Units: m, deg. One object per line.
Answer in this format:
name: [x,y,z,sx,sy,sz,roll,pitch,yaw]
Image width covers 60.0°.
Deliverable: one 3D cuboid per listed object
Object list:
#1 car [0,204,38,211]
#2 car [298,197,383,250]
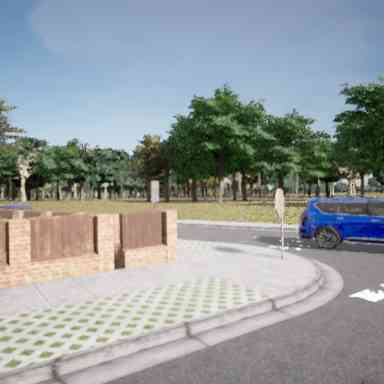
car: [-12.886,1.659,24.854,5.008,1.535,1.882,0,0,31]
car: [7.015,1.227,12.859,5.566,2.045,2.150,-1,0,31]
